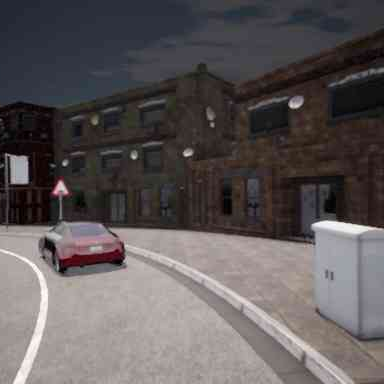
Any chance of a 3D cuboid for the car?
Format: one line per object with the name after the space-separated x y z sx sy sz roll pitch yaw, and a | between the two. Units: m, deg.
-3.761 1.607 11.076 1.994 1.385 4.181 -1 -1 -32 | car
